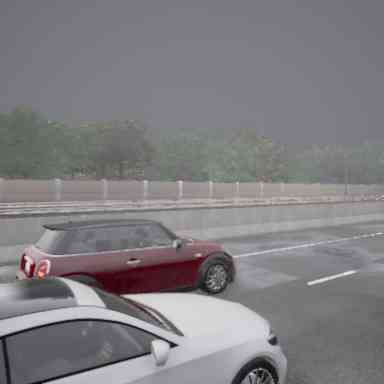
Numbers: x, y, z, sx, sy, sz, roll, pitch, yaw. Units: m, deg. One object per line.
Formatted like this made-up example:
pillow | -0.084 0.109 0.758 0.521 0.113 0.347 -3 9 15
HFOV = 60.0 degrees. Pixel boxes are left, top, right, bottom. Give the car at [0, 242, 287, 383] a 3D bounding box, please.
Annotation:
car | -1.199 1.527 2.891 4.674 1.442 1.812 -1 0 -36

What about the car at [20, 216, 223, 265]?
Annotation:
car | -1.201 1.344 7.190 4.553 1.767 2.097 0 0 -36
